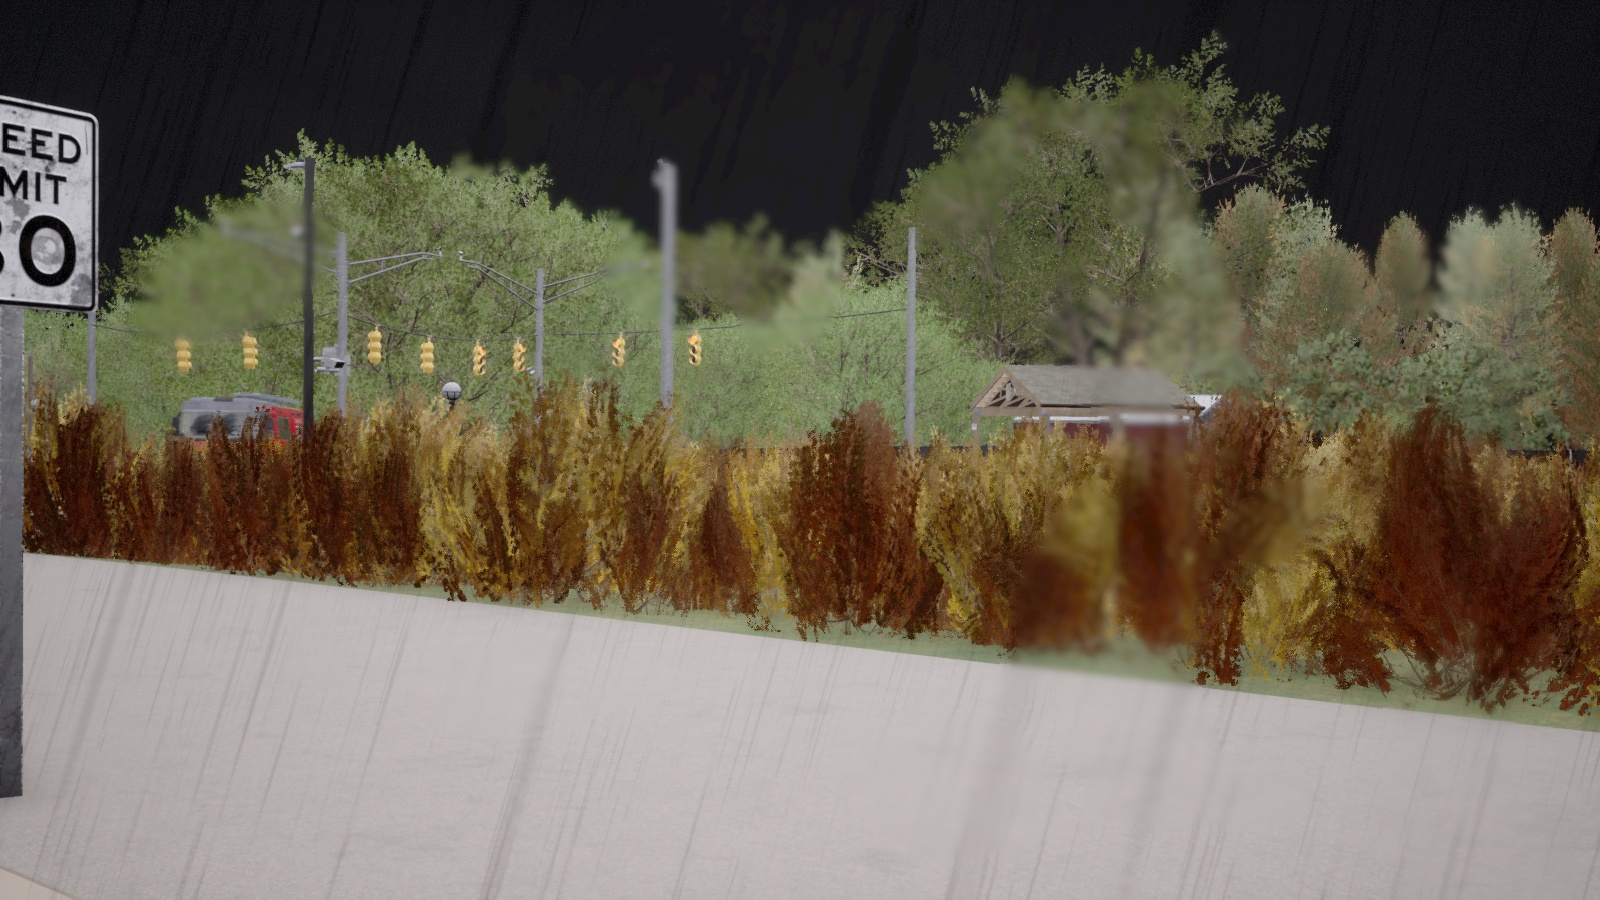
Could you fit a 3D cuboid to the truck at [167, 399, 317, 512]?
[{"bbox_3d":[-20.573,0.229,46.869,2.891,3.827,8.468,0,-1,-8],"label":"truck"}]
